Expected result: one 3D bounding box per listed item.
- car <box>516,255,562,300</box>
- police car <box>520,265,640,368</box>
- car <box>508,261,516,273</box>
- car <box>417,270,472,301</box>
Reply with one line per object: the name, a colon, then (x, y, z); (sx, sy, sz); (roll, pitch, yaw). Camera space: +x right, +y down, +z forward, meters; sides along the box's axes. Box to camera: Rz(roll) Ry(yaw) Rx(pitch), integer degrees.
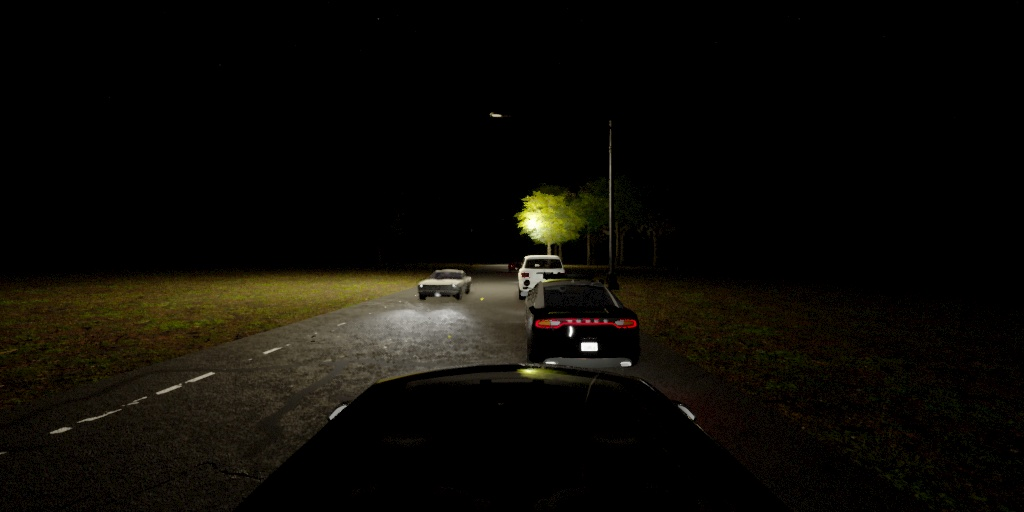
car: (1.409, 0.988, 17.960); (2.150, 2.045, 5.566); (0, 0, 1)
police car: (1.228, 1.175, 8.015); (1.930, 1.638, 5.238); (0, 0, 1)
car: (0.530, 1.342, 45.797); (1.812, 1.442, 4.674); (0, 0, 0)
car: (-3.163, 1.364, 17.539); (1.895, 1.301, 4.718); (0, 0, 1)
